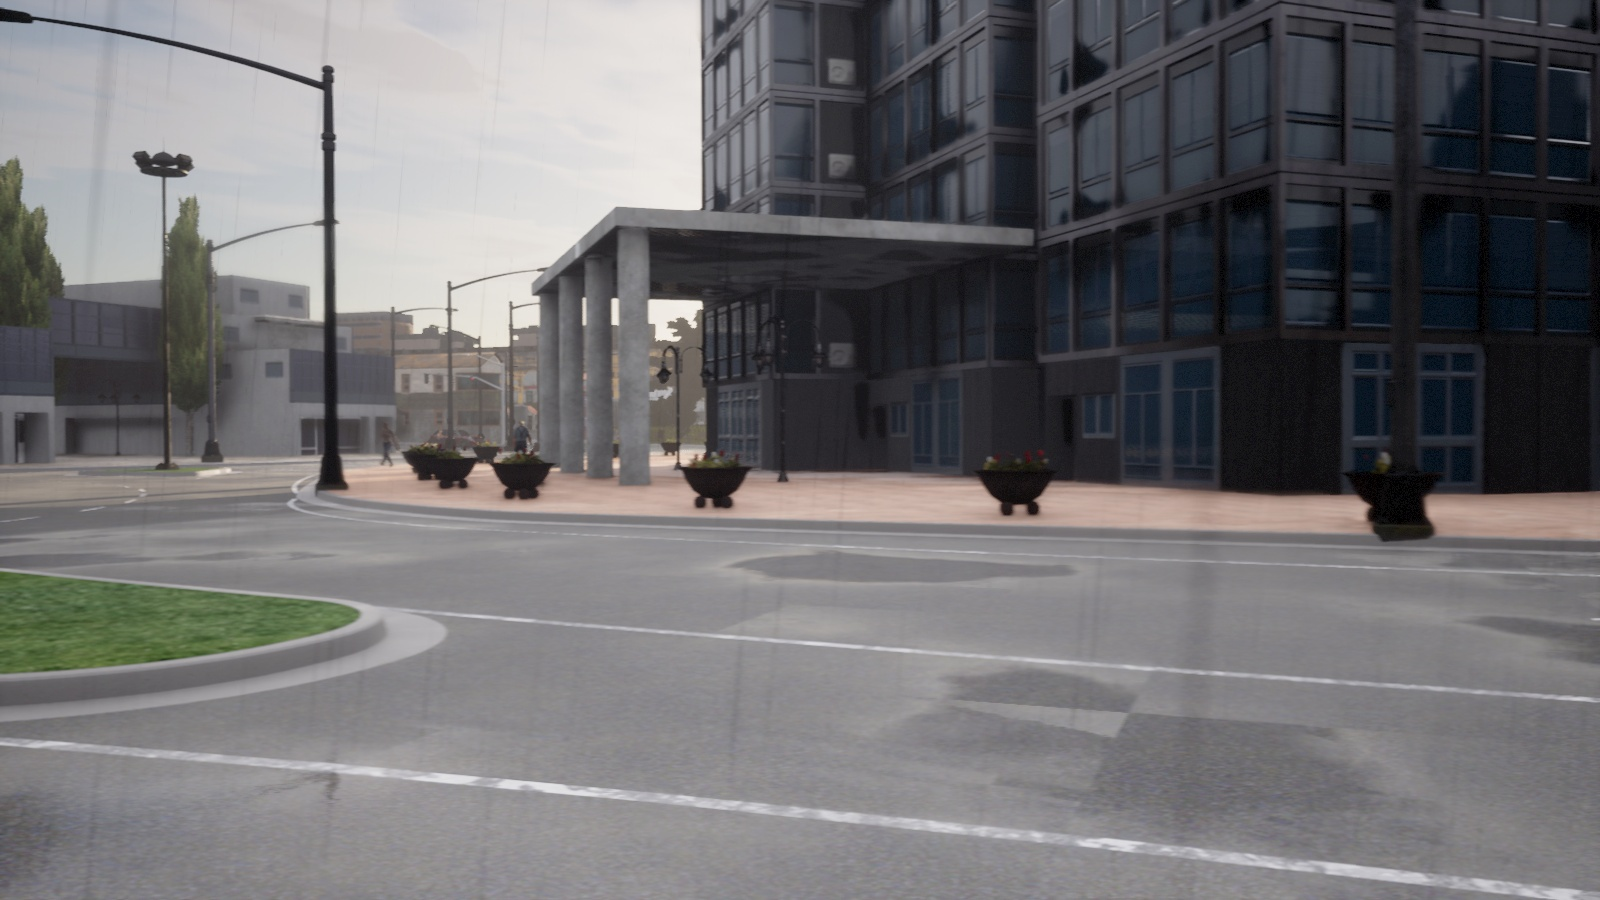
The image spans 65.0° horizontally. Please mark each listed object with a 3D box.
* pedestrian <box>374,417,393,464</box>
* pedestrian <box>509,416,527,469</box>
[{"bbox_3d":[-16.208,-0.381,48.875,0.328,1.805,0.869,0,1,12],"label":"pedestrian"},{"bbox_3d":[-9.908,-0.259,44.133,0.540,1.848,0.694,0,1,-9],"label":"pedestrian"}]
